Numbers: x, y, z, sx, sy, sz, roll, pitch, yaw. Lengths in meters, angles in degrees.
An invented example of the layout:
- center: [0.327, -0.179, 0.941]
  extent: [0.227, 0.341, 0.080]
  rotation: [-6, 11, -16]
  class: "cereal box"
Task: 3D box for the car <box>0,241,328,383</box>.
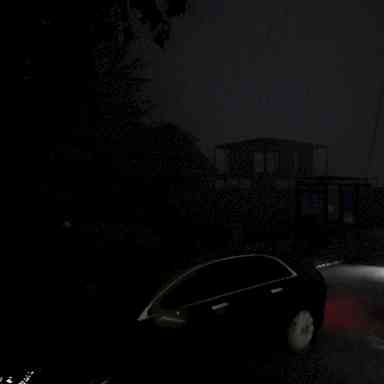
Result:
- center: [-0.140, 1.502, 4.497]
  extent: [4.892, 1.490, 1.837]
  rotation: [0, 0, -35]
  class: "car"
